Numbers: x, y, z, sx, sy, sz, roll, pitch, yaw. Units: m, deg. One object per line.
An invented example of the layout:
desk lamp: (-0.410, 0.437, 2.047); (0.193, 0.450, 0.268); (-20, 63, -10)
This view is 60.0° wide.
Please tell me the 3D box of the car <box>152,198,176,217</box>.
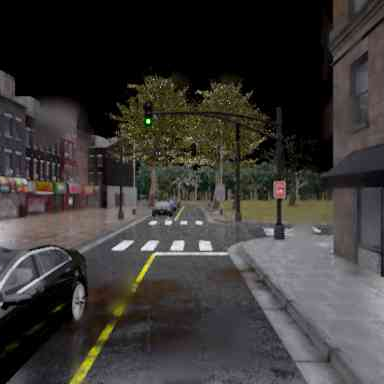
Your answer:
car: (-2.910, 1.658, 33.639); (1.882, 1.535, 5.008); (0, 0, -1)

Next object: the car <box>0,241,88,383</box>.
car: (-2.858, 1.511, 4.392); (2.128, 1.511, 4.902); (0, 0, 0)

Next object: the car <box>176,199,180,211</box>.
car: (-2.915, 1.726, 43.234); (1.882, 1.535, 5.008); (0, 0, 0)

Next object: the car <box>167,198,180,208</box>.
car: (-2.937, 1.805, 54.643); (1.882, 1.535, 5.008); (0, -1, 0)
